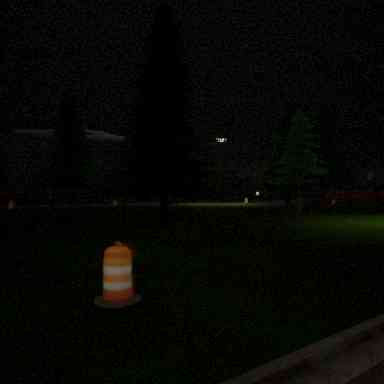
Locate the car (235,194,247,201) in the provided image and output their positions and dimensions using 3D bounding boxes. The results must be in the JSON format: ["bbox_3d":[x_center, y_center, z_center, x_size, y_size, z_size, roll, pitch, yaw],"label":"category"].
[{"bbox_3d":[10.034,1.497,68.184,5.357,1.411,2.033,0,0,-9],"label":"car"}]

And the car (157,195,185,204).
[{"bbox_3d":[-4.021,1.421,63.762,5.008,1.535,1.882,0,0,-36],"label":"car"}]

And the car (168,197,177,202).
[{"bbox_3d":[-1.964,1.496,60.930,4.181,1.385,1.994,0,0,-36],"label":"car"}]

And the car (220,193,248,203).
[{"bbox_3d":[9.097,1.214,71.574,5.566,2.045,2.150,0,0,-11],"label":"car"}]
